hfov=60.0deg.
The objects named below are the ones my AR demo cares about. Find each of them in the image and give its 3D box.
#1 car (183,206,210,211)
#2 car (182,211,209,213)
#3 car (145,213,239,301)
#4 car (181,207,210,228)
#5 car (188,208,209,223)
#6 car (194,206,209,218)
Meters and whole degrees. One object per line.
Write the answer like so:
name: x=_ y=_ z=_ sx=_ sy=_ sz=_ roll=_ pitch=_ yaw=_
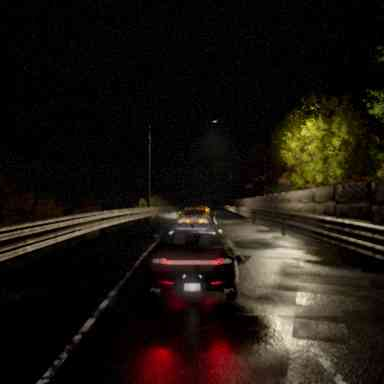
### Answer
car: x=0.164 y=1.720 z=20.415 sx=1.882 sy=1.535 sz=5.008 roll=0 pitch=-2 yaw=1
car: x=0.060 y=1.693 z=14.545 sx=1.895 sy=1.301 sz=4.718 roll=0 pitch=-1 yaw=1
car: x=0.010 y=1.496 z=8.315 sx=2.128 sy=1.511 sz=4.902 roll=0 pitch=-1 yaw=0
car: x=0.351 y=1.958 z=26.867 sx=2.128 sy=1.511 sz=4.902 roll=0 pitch=-2 yaw=2
car: x=0.732 y=2.317 z=33.561 sx=1.895 sy=1.301 sz=4.718 roll=0 pitch=-2 yaw=3
car: x=1.309 y=2.567 z=43.553 sx=1.882 sy=1.535 sz=5.008 roll=0 pitch=-2 yaw=4
